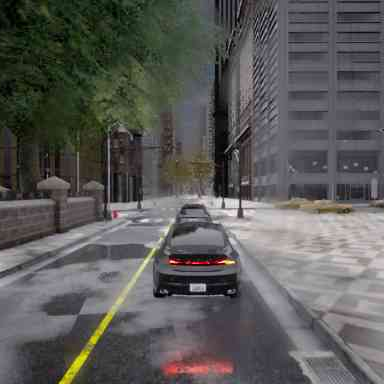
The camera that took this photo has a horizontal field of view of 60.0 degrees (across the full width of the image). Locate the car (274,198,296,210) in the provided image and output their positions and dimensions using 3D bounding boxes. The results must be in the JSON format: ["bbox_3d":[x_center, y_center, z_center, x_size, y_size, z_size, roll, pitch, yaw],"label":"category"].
[{"bbox_3d":[12.104,1.330,39.106,4.829,1.417,1.752,-1,1,0],"label":"car"}]

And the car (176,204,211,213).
[{"bbox_3d":[0.098,1.441,18.651,2.033,1.649,4.856,0,0,1],"label":"car"}]

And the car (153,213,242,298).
[{"bbox_3d":[0.113,1.508,8.521,1.837,1.490,4.892,0,0,0],"label":"car"}]

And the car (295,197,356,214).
[{"bbox_3d":[12.407,1.342,30.579,4.829,1.417,1.752,-1,1,0],"label":"car"}]

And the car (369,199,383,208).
[{"bbox_3d":[23.445,1.145,39.043,4.829,1.417,1.752,-1,1,0],"label":"car"}]
